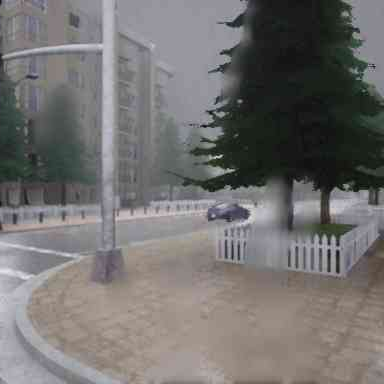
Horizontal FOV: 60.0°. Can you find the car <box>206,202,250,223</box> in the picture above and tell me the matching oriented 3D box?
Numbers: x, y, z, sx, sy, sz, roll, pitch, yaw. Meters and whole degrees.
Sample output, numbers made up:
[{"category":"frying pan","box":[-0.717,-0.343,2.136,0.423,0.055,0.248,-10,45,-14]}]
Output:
[{"category":"car","box":[2.820,1.525,25.680,1.812,1.442,4.674,0,0,34]}]
